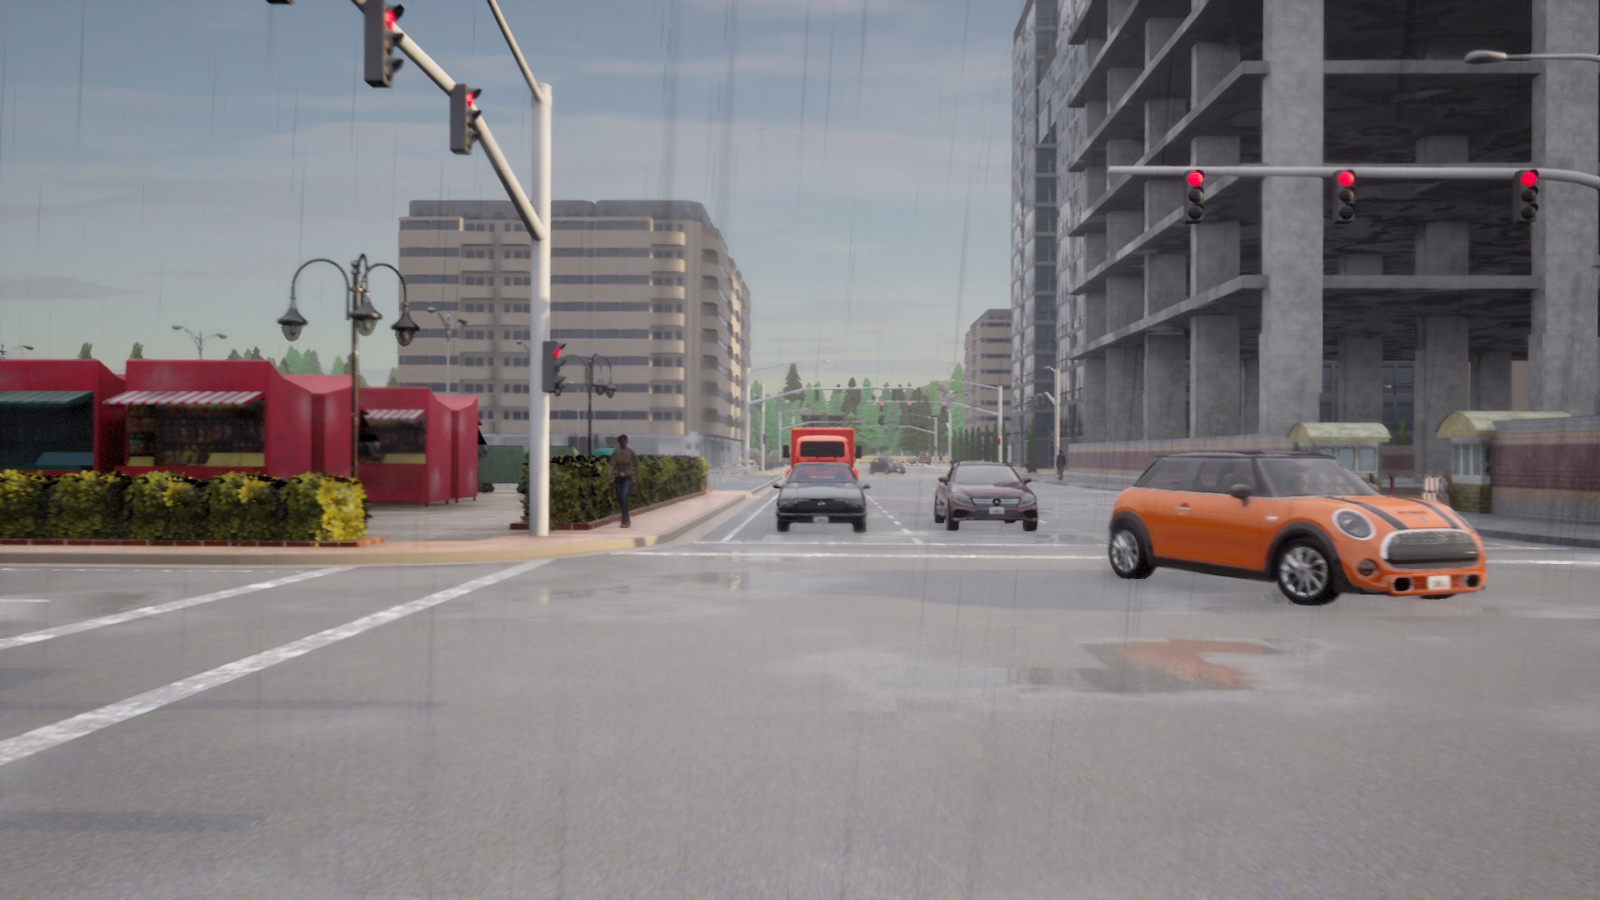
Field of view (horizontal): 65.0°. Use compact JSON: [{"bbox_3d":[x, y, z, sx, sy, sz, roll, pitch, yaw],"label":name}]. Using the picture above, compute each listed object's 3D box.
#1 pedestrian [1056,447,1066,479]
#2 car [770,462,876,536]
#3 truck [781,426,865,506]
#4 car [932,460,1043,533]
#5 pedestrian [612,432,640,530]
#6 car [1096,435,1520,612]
[{"bbox_3d":[15.122,0.763,72.758,0.431,1.840,0.703,0,0,0],"label":"pedestrian"},{"bbox_3d":[0.485,0.968,26.844,2.033,1.411,5.357,0,0,1],"label":"car"},{"bbox_3d":[0.764,0.508,41.747,2.627,2.467,5.204,0,0,1],"label":"truck"},{"bbox_3d":[3.997,0.939,27.426,1.812,1.442,4.674,0,0,1],"label":"car"},{"bbox_3d":[-3.271,0.569,23.647,0.328,1.805,0.869,0,0,4],"label":"pedestrian"},{"bbox_3d":[5.798,0.749,15.042,2.097,1.767,4.553,0,0,-23],"label":"car"}]
